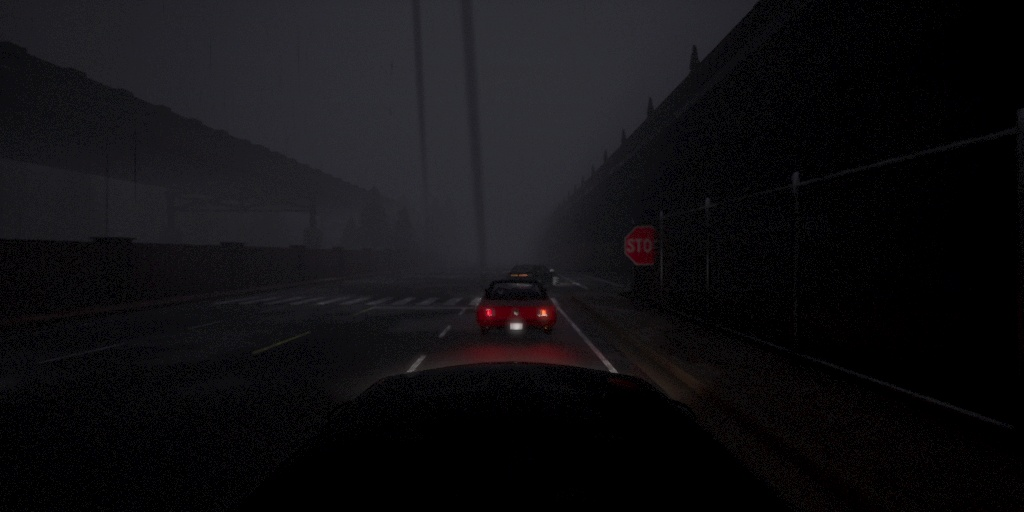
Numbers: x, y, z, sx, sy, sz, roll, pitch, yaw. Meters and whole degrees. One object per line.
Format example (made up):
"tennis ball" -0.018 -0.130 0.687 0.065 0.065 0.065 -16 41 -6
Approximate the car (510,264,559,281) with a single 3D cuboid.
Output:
"car" 1.297 1.190 21.581 1.837 1.490 4.892 -1 0 24

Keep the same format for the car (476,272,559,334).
"car" 0.105 1.321 10.441 1.895 1.301 4.718 0 0 0
